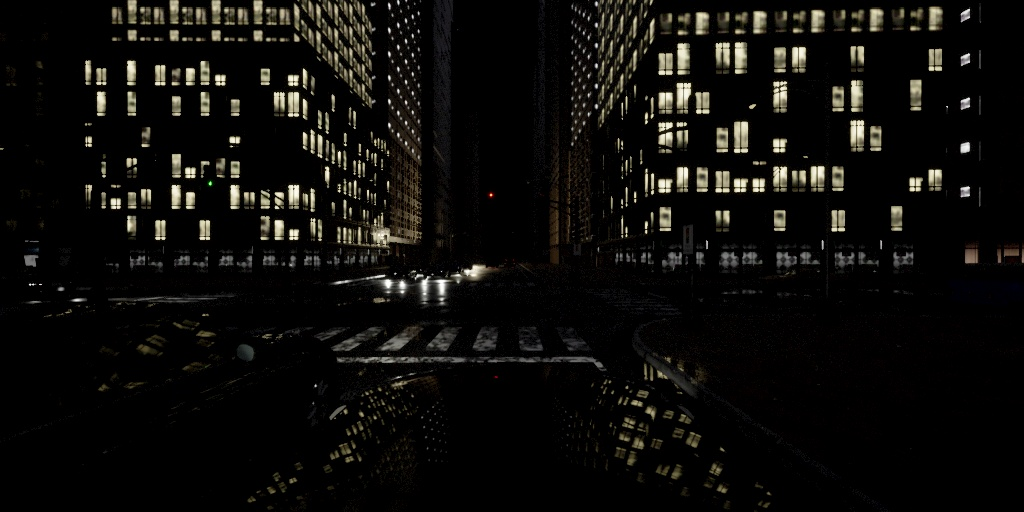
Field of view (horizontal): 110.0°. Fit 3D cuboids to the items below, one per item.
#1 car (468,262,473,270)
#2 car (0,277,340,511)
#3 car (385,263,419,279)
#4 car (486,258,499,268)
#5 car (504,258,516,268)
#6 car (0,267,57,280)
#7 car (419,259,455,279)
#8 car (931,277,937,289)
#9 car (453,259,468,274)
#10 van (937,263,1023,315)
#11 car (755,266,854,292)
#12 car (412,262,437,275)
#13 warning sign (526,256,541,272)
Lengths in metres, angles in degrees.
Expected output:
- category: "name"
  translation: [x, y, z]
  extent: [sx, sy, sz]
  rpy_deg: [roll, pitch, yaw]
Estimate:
- category: "car"
  translation: [-6.913, 1.390, 52.816]
  extent: [1.994, 1.385, 4.181]
  rpy_deg: [0, 0, 0]
- category: "car"
  translation: [-3.155, 1.102, 2.569]
  extent: [2.097, 1.767, 4.553]
  rpy_deg: [0, 0, 0]
- category: "car"
  translation: [-10.049, 1.343, 32.807]
  extent: [1.994, 1.385, 4.181]
  rpy_deg: [0, 0, 0]
- category: "car"
  translation: [-3.541, 1.214, 63.660]
  extent: [2.097, 1.767, 4.553]
  rpy_deg: [0, 0, -1]
- category: "car"
  translation: [-0.397, 1.426, 63.840]
  extent: [1.994, 1.385, 4.181]
  rpy_deg: [0, 0, 0]
- category: "car"
  translation: [-23.088, 1.250, 16.399]
  extent: [4.902, 1.511, 2.128]
  rpy_deg: [0, 0, 0]
- category: "car"
  translation: [-6.798, 1.305, 32.963]
  extent: [1.812, 1.442, 4.674]
  rpy_deg: [0, 0, 0]
- category: "car"
  translation: [26.803, 1.357, 20.528]
  extent: [4.207, 1.307, 1.802]
  rpy_deg: [0, 0, 2]
- category: "car"
  translation: [-6.862, 1.277, 42.837]
  extent: [1.882, 1.535, 5.008]
  rpy_deg: [0, 0, 0]
- category: "van"
  translation: [18.289, 1.119, 12.786]
  extent: [3.998, 1.789, 1.690]
  rpy_deg: [0, 0, 2]
- category: "car"
  translation: [16.966, 1.293, 20.949]
  extent: [4.829, 1.417, 1.751]
  rpy_deg: [0, 0, 2]
- category: "car"
  translation: [-10.098, 1.361, 41.716]
  extent: [1.994, 1.385, 4.181]
  rpy_deg: [0, 0, 0]
- category: "warning sign"
  translation: [2.600, 0.910, 40.844]
  extent: [1.300, 1.860, 1.060]
  rpy_deg: [0, 0, 0]
